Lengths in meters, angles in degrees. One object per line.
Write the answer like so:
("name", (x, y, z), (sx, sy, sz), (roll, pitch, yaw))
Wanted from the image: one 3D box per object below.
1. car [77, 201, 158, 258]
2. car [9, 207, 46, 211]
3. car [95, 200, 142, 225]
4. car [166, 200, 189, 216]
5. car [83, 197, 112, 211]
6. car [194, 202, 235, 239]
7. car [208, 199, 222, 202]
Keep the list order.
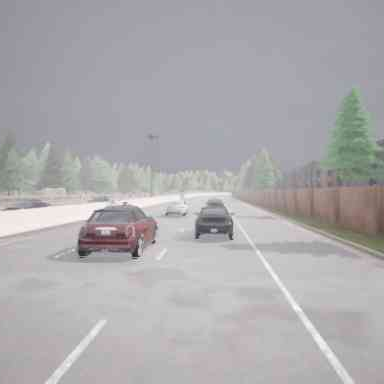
("car", (-2.650, 1.325, 12.865), (2.097, 1.767, 4.553), (0, 0, 4))
("car", (-15.557, 1.442, 31.751), (2.033, 1.411, 5.357), (0, 0, 4))
("car", (-5.329, 1.438, 24.972), (2.128, 1.511, 4.902), (0, 0, 4))
("car", (-1.365, 1.481, 31.632), (1.812, 1.442, 4.674), (0, 0, 4))
("car", (-11.413, 1.409, 40.553), (1.837, 1.490, 4.892), (0, -1, 4))
("car", (1.163, 1.489, 17.462), (1.837, 1.490, 4.892), (0, 0, 4))
("car", (2.426, 1.470, 35.446), (1.837, 1.490, 4.892), (0, 0, 4))
